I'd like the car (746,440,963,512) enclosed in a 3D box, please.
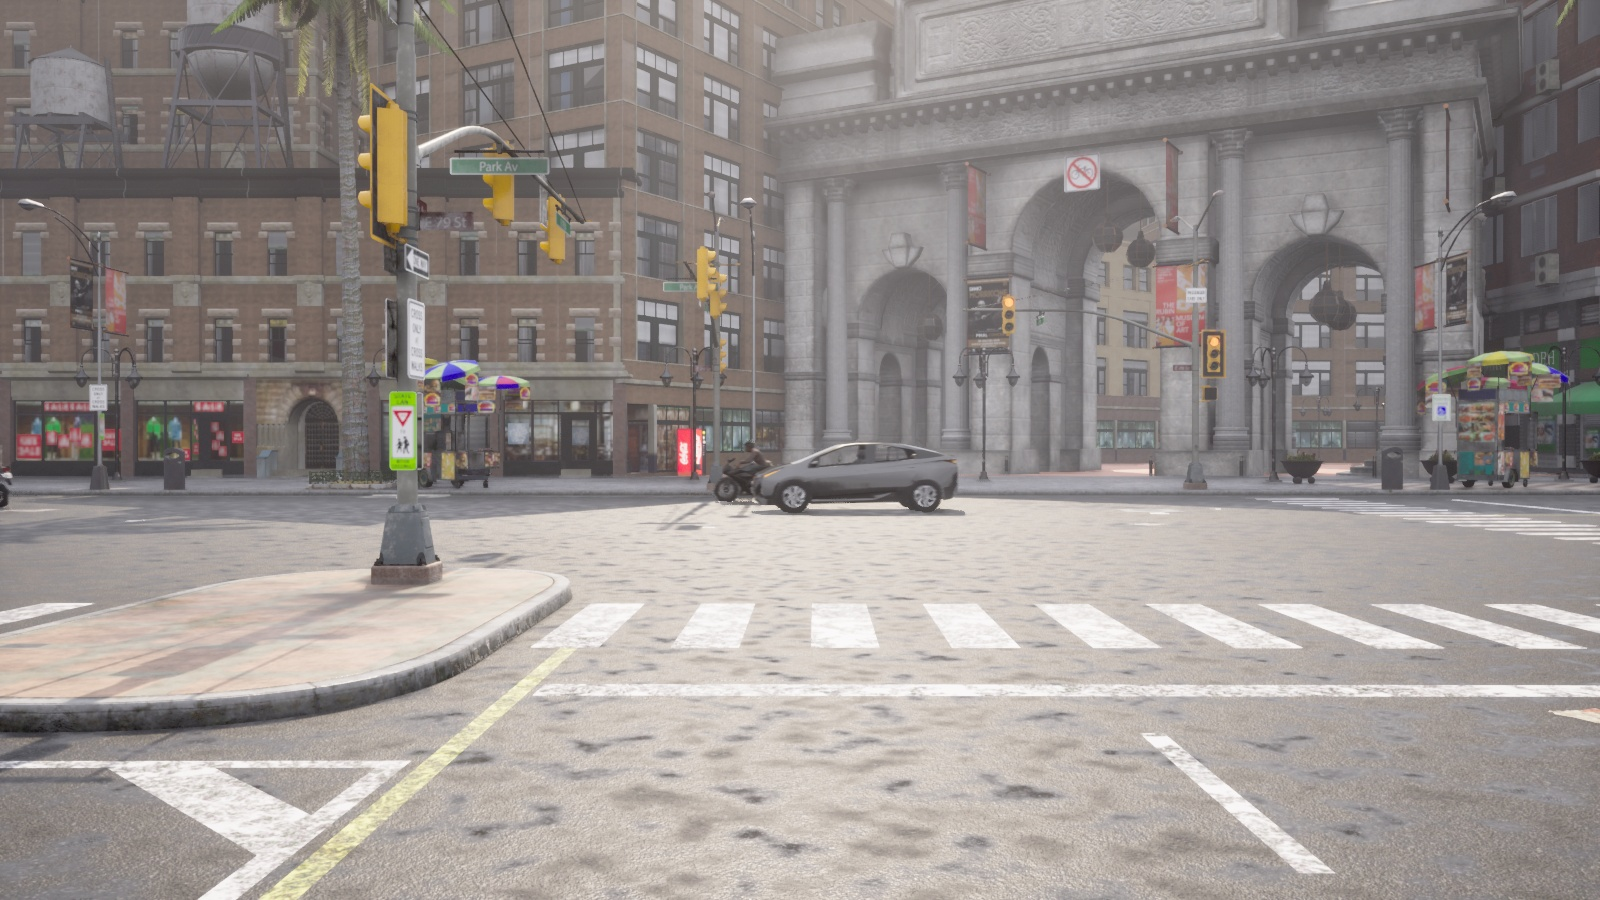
[{"bbox_3d":[1.113,0.539,27.424,4.514,1.525,2.007,0,0,-5],"label":"car"}]

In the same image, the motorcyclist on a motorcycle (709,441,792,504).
[{"bbox_3d":[-1.219,0.551,31.244,2.044,1.523,0.797,0,0,1],"label":"motorcyclist on a motorcycle"}]

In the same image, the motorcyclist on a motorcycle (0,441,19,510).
[{"bbox_3d":[-18.669,0.556,27.989,2.044,1.523,0.797,0,1,3],"label":"motorcyclist on a motorcycle"}]
